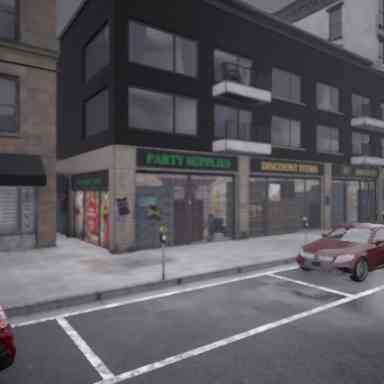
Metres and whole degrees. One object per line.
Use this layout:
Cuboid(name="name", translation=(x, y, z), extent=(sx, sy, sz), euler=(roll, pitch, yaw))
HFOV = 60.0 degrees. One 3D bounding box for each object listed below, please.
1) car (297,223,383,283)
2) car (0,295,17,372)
Cuboid(name="car", translation=(4.855, 1.585, 9.654), extent=(4.206, 1.307, 1.802), euler=(0, 0, -36))
Cuboid(name="car", translation=(-4.116, 1.440, 3.251), extent=(4.097, 1.590, 1.967), euler=(0, 0, -36))
